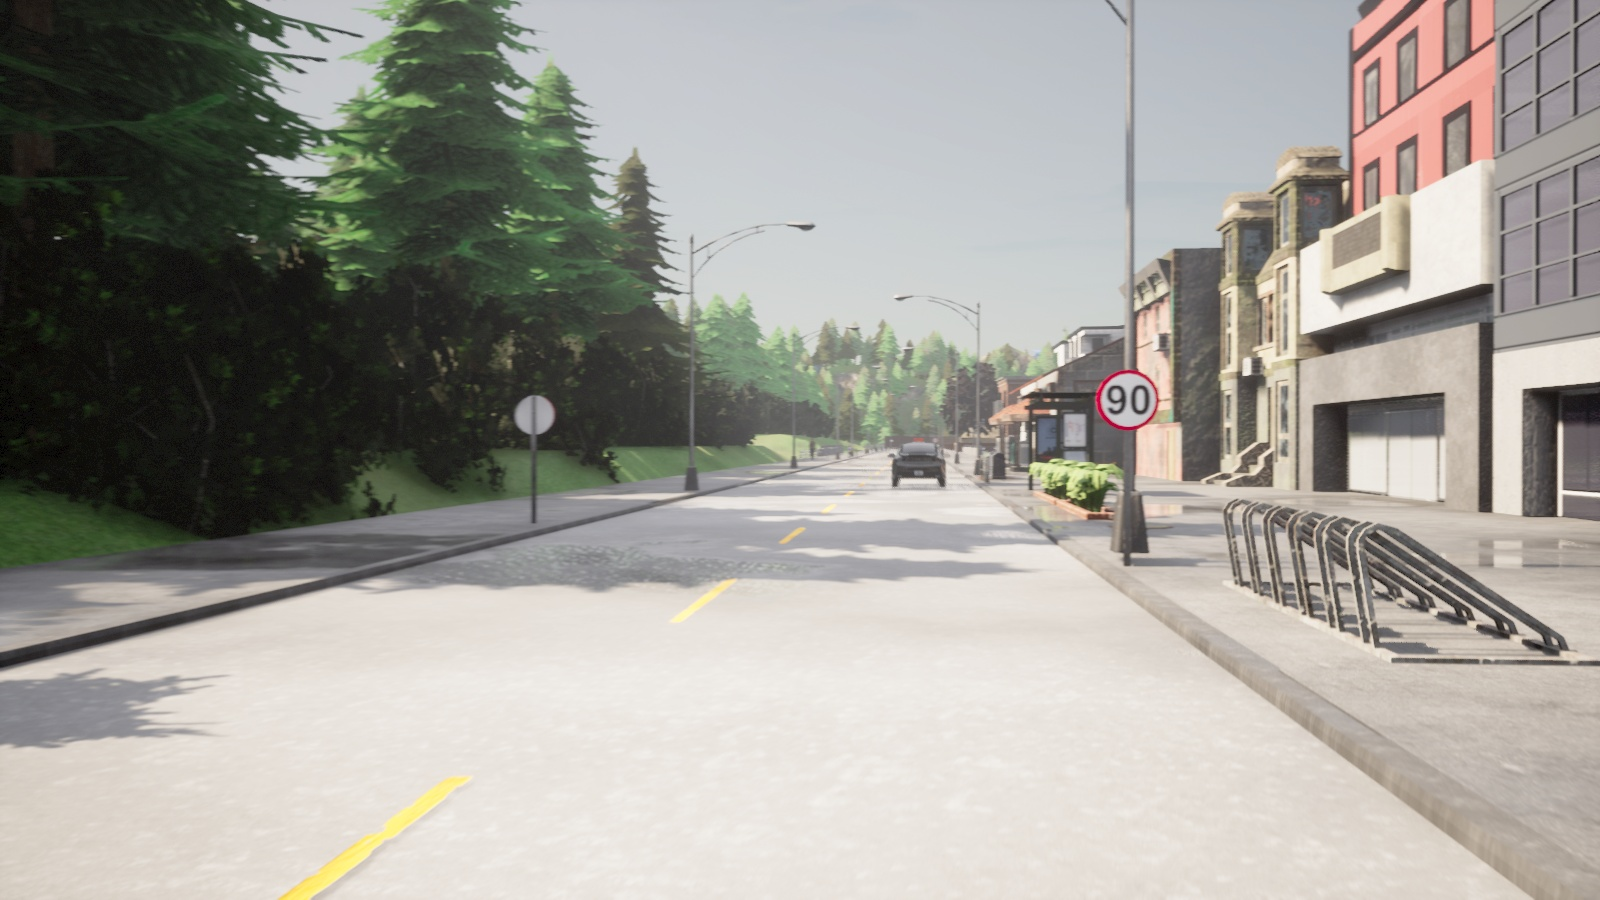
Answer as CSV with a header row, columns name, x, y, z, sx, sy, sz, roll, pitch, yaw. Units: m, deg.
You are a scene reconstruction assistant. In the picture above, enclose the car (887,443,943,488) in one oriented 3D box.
name,x,y,z,sx,sy,sz,roll,pitch,yaw
car,4.065,0.505,44.364,1.837,1.490,4.892,0,0,5
